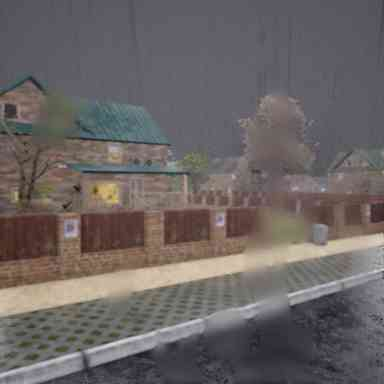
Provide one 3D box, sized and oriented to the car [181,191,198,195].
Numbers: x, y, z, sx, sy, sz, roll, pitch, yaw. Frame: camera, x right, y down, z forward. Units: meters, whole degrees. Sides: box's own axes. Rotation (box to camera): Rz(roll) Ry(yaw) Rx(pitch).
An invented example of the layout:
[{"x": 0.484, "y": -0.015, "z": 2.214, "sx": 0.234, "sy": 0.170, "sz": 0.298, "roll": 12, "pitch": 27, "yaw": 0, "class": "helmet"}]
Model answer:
[{"x": -0.896, "y": 0.642, "z": 54.700, "sx": 2.128, "sy": 1.511, "sz": 4.902, "roll": -1, "pitch": 2, "yaw": -35, "class": "car"}]
